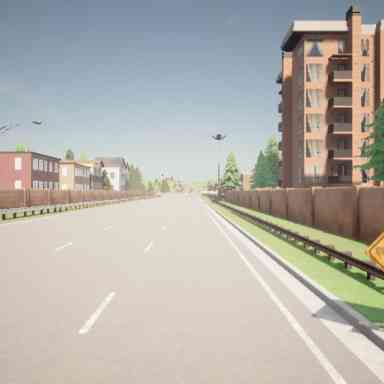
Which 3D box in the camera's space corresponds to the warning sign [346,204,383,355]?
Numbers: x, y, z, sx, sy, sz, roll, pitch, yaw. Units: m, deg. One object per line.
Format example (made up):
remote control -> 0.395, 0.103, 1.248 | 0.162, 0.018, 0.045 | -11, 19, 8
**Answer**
warning sign -> 3.050, 1.112, 4.648 | 1.300, 1.860, 1.060 | 0, 0, 0
